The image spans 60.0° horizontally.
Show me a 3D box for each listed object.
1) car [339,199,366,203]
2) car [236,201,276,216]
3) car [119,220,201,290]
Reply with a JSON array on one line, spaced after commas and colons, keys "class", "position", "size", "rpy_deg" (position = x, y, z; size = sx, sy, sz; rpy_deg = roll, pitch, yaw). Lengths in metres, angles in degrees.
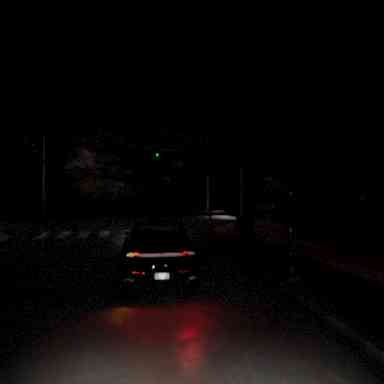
[{"class": "car", "position": [15.409, 1.508, 32.517], "size": [4.892, 1.490, 1.837], "rpy_deg": [0, 0, -12]}, {"class": "car", "position": [6.376, 1.522, 30.546], "size": [4.674, 1.442, 1.812], "rpy_deg": [0, 0, -12]}, {"class": "car", "position": [-0.964, 1.541, 9.308], "size": [2.128, 1.511, 4.902], "rpy_deg": [0, 0, -8]}]
